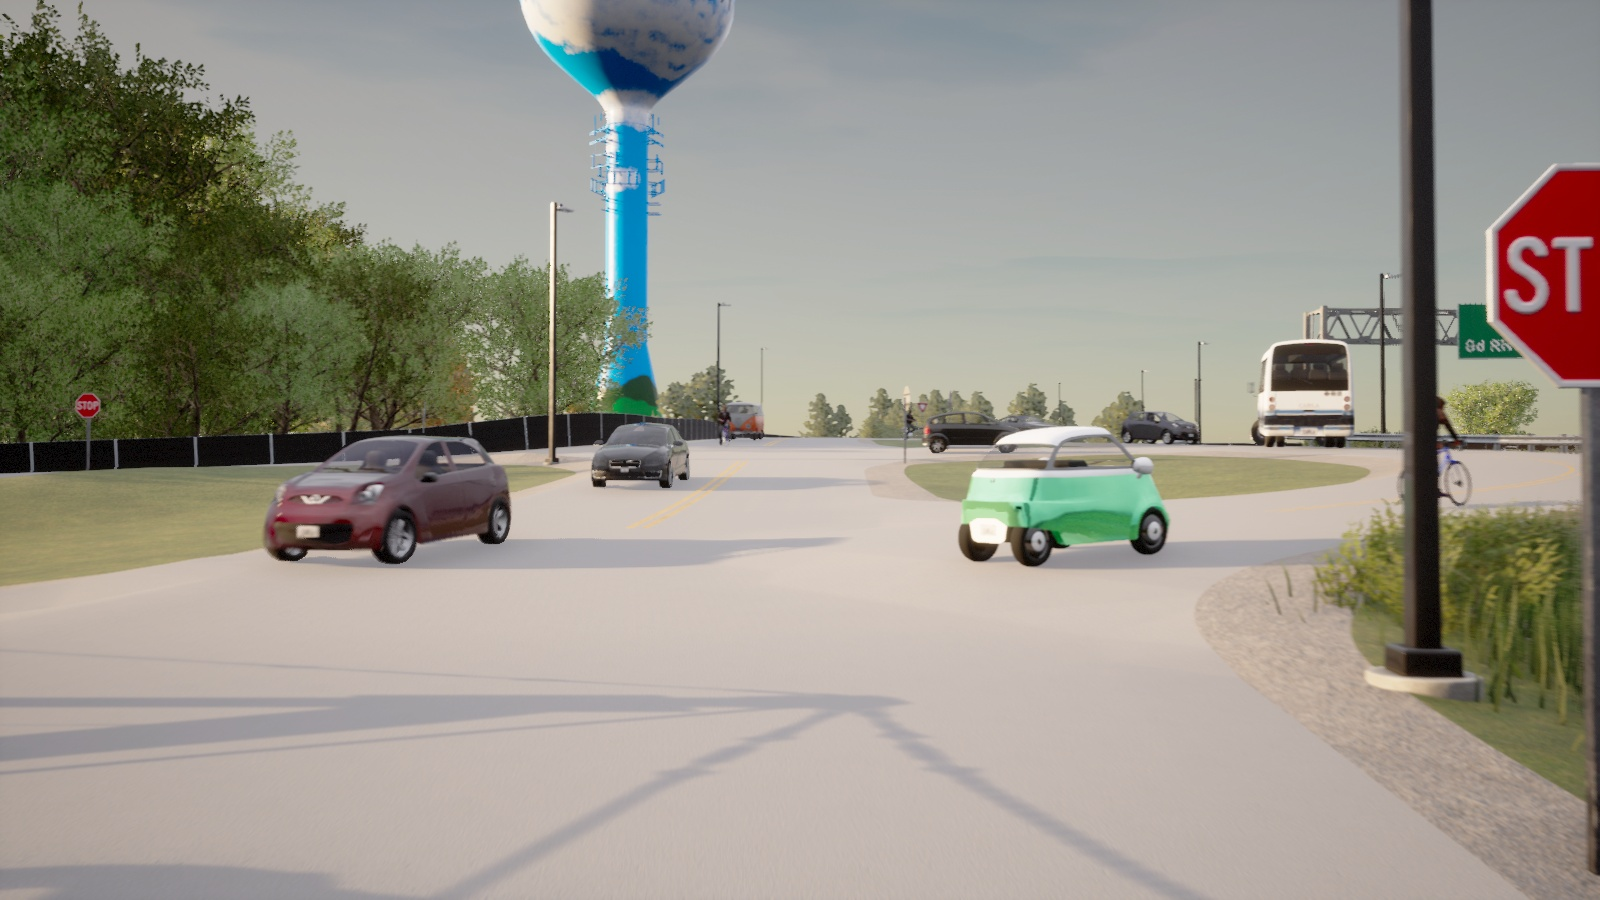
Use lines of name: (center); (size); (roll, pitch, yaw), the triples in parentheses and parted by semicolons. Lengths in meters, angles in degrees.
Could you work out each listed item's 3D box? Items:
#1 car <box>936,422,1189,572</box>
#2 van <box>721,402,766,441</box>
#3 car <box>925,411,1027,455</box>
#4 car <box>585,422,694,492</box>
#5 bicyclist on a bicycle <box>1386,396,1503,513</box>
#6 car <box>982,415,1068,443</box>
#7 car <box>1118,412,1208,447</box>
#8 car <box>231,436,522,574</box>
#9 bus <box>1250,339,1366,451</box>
car: (2.754, 0.438, 13.138); (2.207, 1.376, 1.481); (-2, 1, -38)
van: (-2.901, -1.505, 65.546); (1.775, 1.987, 4.442); (0, 1, 5)
car: (6.508, -0.644, 46.611); (3.705, 1.549, 1.789); (0, 3, 7)
car: (-3.880, 0.109, 31.194); (1.837, 1.490, 4.892); (0, 2, 3)
bicyclist on a bicycle: (9.376, 0.062, 18.261); (1.656, 1.620, 0.582); (-2, -2, -28)
car: (11.480, -1.073, 64.255); (1.994, 1.385, 4.181); (0, 1, -32)
car: (16.219, -0.943, 56.242); (1.845, 1.501, 3.633); (0, 1, -28)
car: (-5.205, 0.590, 15.975); (1.845, 1.501, 3.633); (0, 1, 14)
bus: (21.254, -2.236, 53.183); (3.944, 4.253, 10.273); (1, 2, 19)
